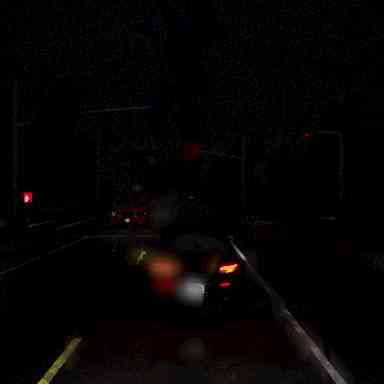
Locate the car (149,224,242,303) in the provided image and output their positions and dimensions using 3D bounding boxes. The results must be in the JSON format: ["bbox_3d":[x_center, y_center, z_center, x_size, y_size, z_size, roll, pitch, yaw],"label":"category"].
[{"bbox_3d":[0.080,1.525,8.092,1.812,1.442,4.674,0,0,0],"label":"car"}]

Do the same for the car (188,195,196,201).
[{"bbox_3d":[0.069,1.517,80.886,2.128,1.511,4.902,0,0,0],"label":"car"}]

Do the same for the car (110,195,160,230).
[{"bbox_3d":[-3.585,1.221,21.255,2.150,2.045,5.566,0,0,0],"label":"car"}]

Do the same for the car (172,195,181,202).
[{"bbox_3d":[-3.437,1.505,73.624,1.812,1.442,4.674,0,0,0],"label":"car"}]

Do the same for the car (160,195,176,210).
[{"bbox_3d":[-3.564,1.487,41.505,2.128,1.511,4.902,0,0,0],"label":"car"}]

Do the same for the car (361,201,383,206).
[{"bbox_3d":[15.563,1.525,28.655,5.357,1.411,2.033,0,0,-6],"label":"car"}]

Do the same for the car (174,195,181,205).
[{"bbox_3d":[-3.531,1.345,58.128,2.097,1.767,4.553,0,0,0],"label":"car"}]
